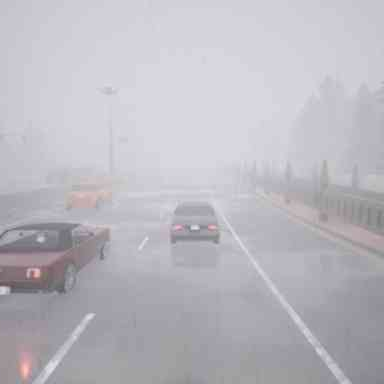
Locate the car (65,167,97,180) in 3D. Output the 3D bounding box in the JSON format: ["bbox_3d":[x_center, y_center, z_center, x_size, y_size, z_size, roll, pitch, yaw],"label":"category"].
[{"bbox_3d":[-13.930,-2.136,42.888,2.150,2.045,5.566,0,6,1],"label":"car"}]

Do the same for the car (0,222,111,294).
[{"bbox_3d":[-3.399,1.382,8.167,1.895,1.301,4.718,0,2,0],"label":"car"}]

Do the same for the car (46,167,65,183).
[{"bbox_3d":[-17.409,-2.309,44.372,2.150,2.045,5.566,0,6,0],"label":"car"}]

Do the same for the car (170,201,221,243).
[{"bbox_3d":[0.100,1.056,13.382,2.033,1.411,5.357,0,4,0],"label":"car"}]

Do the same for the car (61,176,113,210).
[{"bbox_3d":[-6.898,0.096,22.843,2.097,1.767,4.553,0,6,0],"label":"car"}]
